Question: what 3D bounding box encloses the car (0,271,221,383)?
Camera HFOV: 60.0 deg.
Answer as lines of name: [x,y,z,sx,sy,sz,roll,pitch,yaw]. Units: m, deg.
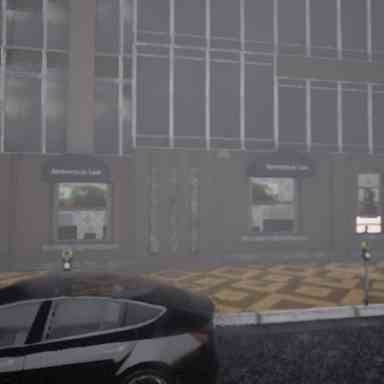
car: [-1.811,1.685,3.816,4.313,1.339,1.947,0,-1,-10]
